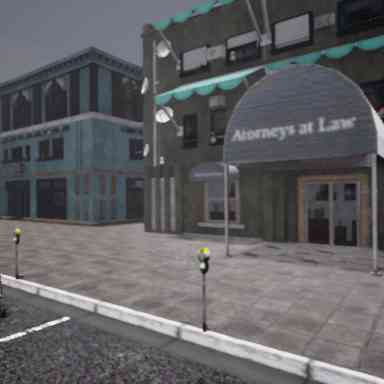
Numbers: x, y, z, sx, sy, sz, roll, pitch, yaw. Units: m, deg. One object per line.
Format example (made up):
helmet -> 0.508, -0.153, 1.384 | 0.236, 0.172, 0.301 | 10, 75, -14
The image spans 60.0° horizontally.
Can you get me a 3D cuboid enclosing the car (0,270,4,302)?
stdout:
car -> -5.420, 1.665, 6.731 | 4.206, 1.307, 1.802 | -1, 0, 35
